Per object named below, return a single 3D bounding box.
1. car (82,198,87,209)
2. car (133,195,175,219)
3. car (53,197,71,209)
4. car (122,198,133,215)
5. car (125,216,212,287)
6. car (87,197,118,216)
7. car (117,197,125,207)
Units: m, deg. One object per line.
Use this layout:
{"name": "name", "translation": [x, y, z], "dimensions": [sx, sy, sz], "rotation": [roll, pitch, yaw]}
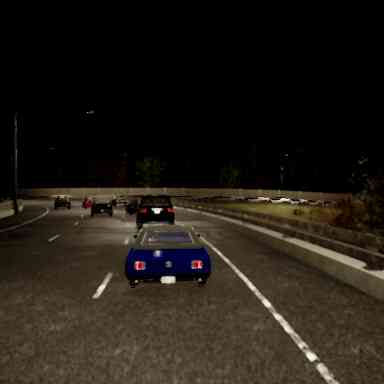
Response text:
{"name": "car", "translation": [-13.335, 1.466, 43.882], "dimensions": [1.994, 1.385, 4.181], "rotation": [0, 0, -24]}
{"name": "car", "translation": [-2.436, 1.174, 21.046], "dimensions": [2.150, 2.045, 5.566], "rotation": [0, 0, -11]}
{"name": "car", "translation": [-16.840, 1.398, 43.142], "dimensions": [2.128, 1.511, 4.902], "rotation": [0, 0, -24]}
{"name": "car", "translation": [-5.435, 1.487, 32.943], "dimensions": [1.994, 1.385, 4.181], "rotation": [0, 0, -17]}
{"name": "car", "translation": [-0.696, 1.579, 9.307], "dimensions": [1.895, 1.301, 4.718], "rotation": [0, 0, -5]}
{"name": "car", "translation": [-8.477, 1.420, 31.095], "dimensions": [2.128, 1.511, 4.902], "rotation": [0, 0, -17]}
{"name": "car", "translation": [-9.777, 1.391, 44.497], "dimensions": [2.128, 1.511, 4.902], "rotation": [0, 0, -23]}
